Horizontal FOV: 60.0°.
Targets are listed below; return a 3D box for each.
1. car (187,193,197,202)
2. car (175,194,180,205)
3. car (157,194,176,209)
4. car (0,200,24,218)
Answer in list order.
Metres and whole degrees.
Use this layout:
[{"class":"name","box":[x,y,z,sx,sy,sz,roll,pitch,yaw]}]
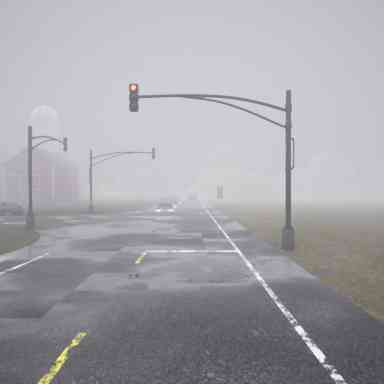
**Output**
[{"class":"car","box":[0.066,1.134,74.756,2.150,2.045,5.566,0,0,0]},{"class":"car","box":[-3.530,1.510,57.684,1.994,1.385,4.181,0,0,0]},{"class":"car","box":[-3.562,1.443,45.147,1.882,1.535,5.008,0,0,0]},{"class":"car","box":[-16.342,1.400,27.624,4.181,1.385,1.994,1,1,-4]}]
